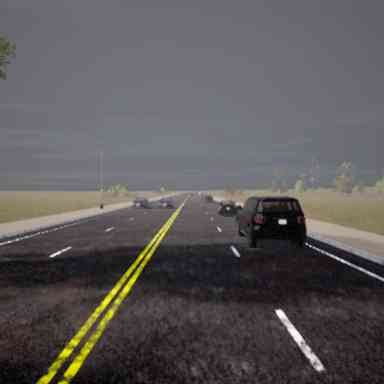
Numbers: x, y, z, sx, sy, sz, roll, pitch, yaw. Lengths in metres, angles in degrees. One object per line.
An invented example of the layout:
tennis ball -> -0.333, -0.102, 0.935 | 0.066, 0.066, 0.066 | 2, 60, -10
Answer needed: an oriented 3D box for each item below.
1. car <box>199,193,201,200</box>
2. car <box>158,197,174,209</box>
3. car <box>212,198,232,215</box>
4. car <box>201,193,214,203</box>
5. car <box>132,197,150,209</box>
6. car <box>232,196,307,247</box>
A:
car -> 3.248, 1.344, 76.644 | 2.163, 1.488, 4.792 | 0, 0, 0
car -> -3.337, 1.405, 43.318 | 2.128, 1.511, 4.902 | 0, 0, 0
car -> 3.347, 1.500, 32.745 | 1.994, 1.385, 4.181 | 0, 0, 0
car -> 3.249, 1.369, 65.614 | 1.837, 1.490, 4.892 | 0, 0, 0
car -> -6.586, 1.405, 43.318 | 2.128, 1.511, 4.902 | 0, 0, 0
car -> 3.349, 1.194, 14.965 | 2.150, 2.045, 5.566 | 0, 0, 0
